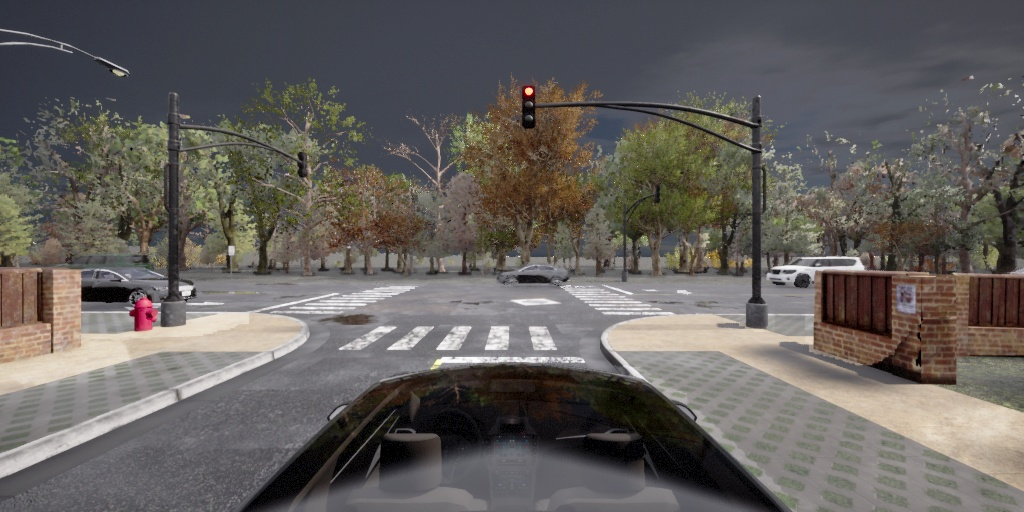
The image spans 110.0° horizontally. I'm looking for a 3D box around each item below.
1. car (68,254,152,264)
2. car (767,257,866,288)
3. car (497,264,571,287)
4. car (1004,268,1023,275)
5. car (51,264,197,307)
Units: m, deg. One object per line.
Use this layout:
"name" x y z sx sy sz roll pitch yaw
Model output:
"car" -27.289 0.879 23.895 5.566 2.045 2.150 0 0 0
"car" 20.283 1.055 23.947 5.566 2.045 2.150 0 0 -1
"car" 1.447 1.260 23.916 4.902 1.511 2.128 0 0 0
"car" 35.270 1.406 23.936 4.674 1.442 1.812 0 0 0
"car" -15.118 1.183 13.946 4.902 1.511 2.128 0 0 0
